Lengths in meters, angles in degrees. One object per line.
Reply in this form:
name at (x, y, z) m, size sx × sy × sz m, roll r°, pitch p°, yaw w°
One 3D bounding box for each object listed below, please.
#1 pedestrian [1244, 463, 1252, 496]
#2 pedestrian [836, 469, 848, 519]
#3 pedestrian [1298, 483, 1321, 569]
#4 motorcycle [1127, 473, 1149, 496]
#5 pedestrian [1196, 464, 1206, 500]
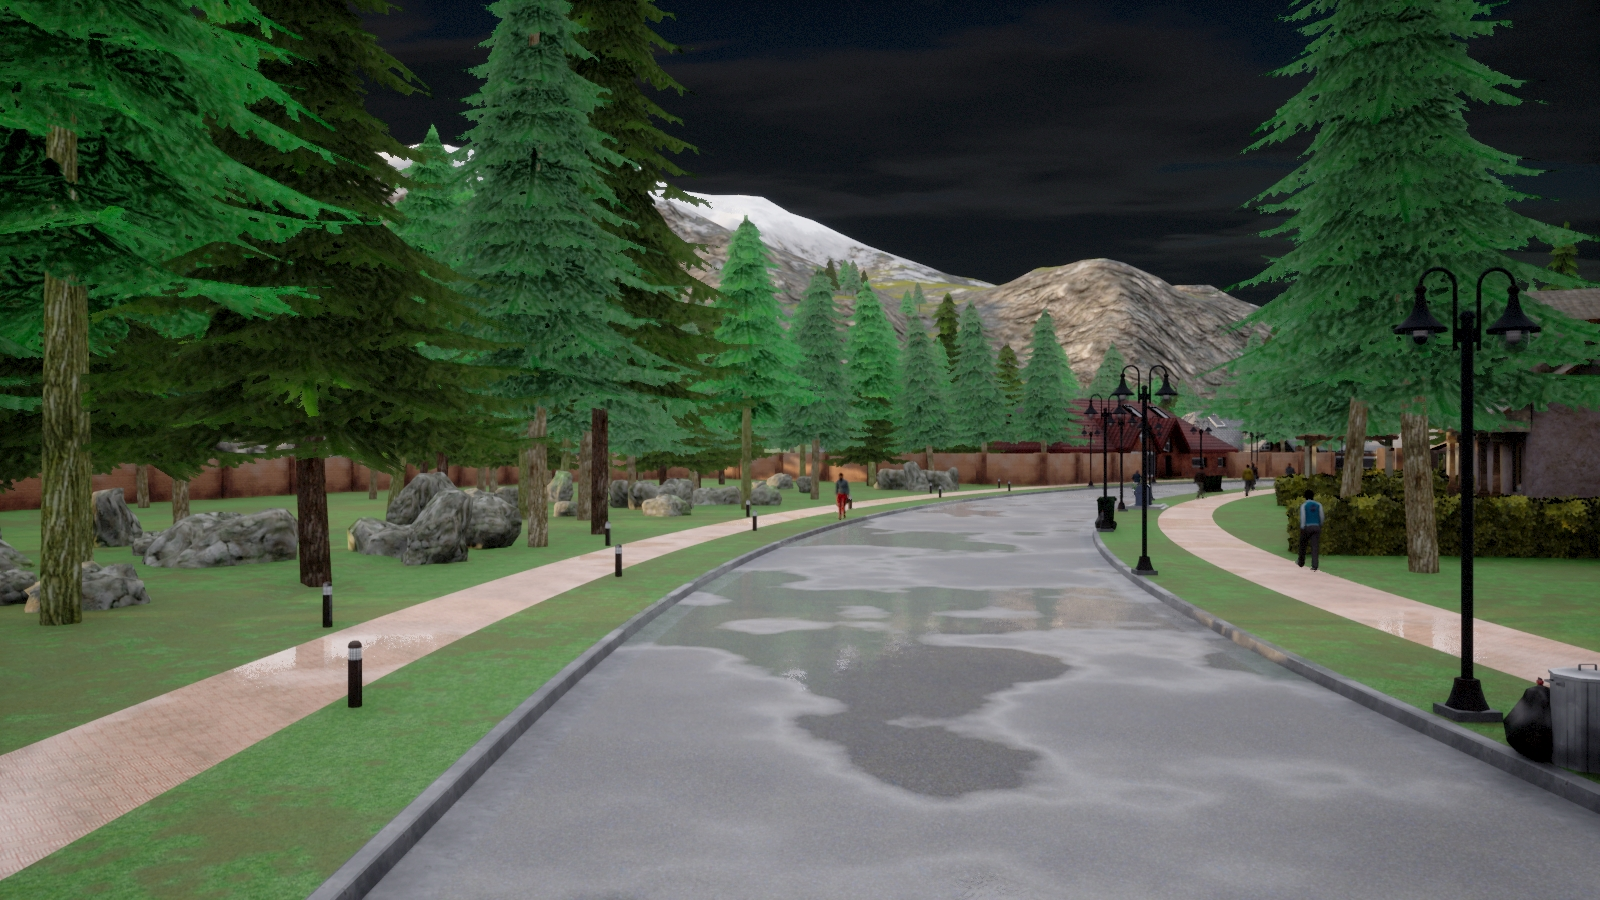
pedestrian at (25.335, 1.662, 64.662) m, size 0.375 × 1.860 × 0.375 m, roll 0°, pitch 0°, yaw 27°
pedestrian at (1.589, 1.665, 43.107) m, size 0.375 × 1.860 × 0.375 m, roll 0°, pitch 0°, yaw 15°
pedestrian at (11.169, 1.664, 25.043) m, size 0.375 × 1.860 × 0.375 m, roll 0°, pitch 0°, yaw 6°
motorcycle at (20.586, 2.099, 69.518) m, size 0.856 × 1.334 × 1.805 m, roll 0°, pitch 0°, yaw 31°
pedestrian at (21.062, 1.663, 60.005) m, size 0.375 × 1.860 × 0.375 m, roll 0°, pitch 0°, yaw -44°
